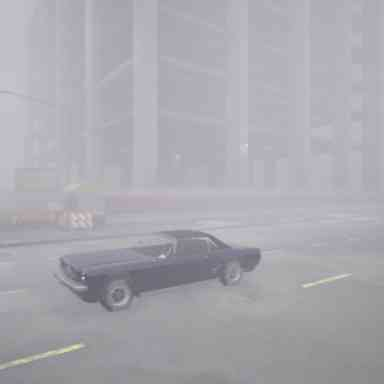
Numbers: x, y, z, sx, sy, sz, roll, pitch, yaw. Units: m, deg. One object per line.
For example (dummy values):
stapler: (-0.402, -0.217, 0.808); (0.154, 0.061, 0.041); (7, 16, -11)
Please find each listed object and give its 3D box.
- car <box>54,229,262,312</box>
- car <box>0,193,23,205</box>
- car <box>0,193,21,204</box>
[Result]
car: (-0.635, 1.601, 7.837); (4.718, 1.301, 1.895); (0, 0, -35)
car: (-29.309, 1.104, 53.604); (3.866, 1.878, 1.905); (0, 0, -36)
car: (-31.034, 1.104, 55.986); (3.866, 1.878, 1.905); (0, 0, -36)
